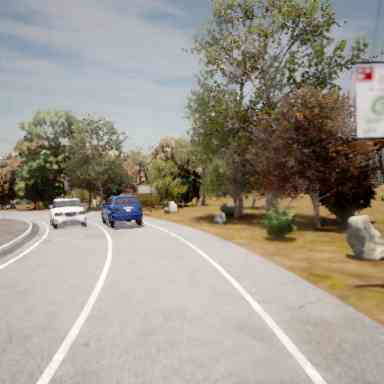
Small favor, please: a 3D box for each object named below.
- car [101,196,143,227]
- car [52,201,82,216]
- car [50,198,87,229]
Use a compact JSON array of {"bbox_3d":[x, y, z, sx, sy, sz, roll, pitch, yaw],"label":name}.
[{"bbox_3d":[-5.098,1.298,23.762,2.150,2.045,5.566,-2,0,-23],"label":"car"},{"bbox_3d":[-15.027,1.950,39.894,1.837,1.490,4.892,-4,1,-40],"label":"car"},{"bbox_3d":[-9.068,1.464,24.245,2.150,2.045,5.566,-2,0,-25],"label":"car"}]
